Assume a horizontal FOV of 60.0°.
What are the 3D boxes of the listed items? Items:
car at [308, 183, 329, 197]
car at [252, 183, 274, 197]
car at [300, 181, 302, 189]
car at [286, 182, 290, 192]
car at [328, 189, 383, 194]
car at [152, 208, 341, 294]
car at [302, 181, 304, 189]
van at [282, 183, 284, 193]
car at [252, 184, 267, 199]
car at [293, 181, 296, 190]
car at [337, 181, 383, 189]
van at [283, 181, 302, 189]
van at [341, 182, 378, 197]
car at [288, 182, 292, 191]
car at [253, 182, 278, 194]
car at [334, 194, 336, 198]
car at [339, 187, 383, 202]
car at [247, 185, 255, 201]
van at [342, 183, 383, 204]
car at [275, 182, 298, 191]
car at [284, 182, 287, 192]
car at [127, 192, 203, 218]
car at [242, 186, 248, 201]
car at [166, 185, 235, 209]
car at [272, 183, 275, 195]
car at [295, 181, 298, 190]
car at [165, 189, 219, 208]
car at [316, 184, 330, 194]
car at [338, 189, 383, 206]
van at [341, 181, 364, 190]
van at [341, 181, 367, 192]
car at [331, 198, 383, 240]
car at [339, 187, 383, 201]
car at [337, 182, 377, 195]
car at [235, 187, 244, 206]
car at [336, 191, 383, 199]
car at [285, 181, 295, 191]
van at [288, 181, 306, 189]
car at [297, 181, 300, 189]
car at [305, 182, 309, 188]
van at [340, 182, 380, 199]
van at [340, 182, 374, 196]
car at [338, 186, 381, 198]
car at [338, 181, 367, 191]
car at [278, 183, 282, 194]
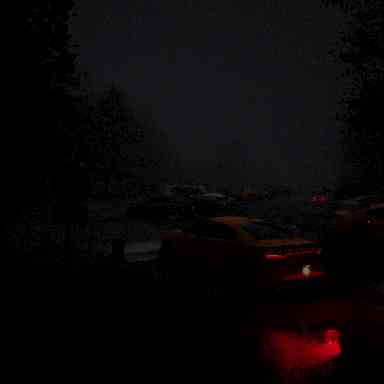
[{"bbox_3d":[18.240,-0.165,47.468,2.128,1.511,4.902,1,2,24],"label":"car"},{"bbox_3d":[7.210,0.028,42.314,5.366,1.575,1.946,1,3,24],"label":"car"},{"bbox_3d":[21.774,-1.346,75.300,4.553,1.767,2.185,1,2,24],"label":"car"},{"bbox_3d":[13.825,-0.530,57.584,4.792,1.488,2.163,1,2,24],"label":"car"},{"bbox_3d":[13.122,0.816,24.452,5.366,1.575,1.946,1,3,24],"label":"car"},{"bbox_3d":[0.933,1.365,8.580,1.882,1.535,5.008,2,-1,-31],"label":"car"},{"bbox_3d":[22.933,-1.314,77.826,5.008,1.535,2.097,1,2,24],"label":"car"},{"bbox_3d":[11.687,-0.594,52.452,4.442,1.987,1.878,1,2,24],"label":"van"},{"bbox_3d":[5.787,0.130,40.048,5.366,1.575,1.946,1,3,24],"label":"car"},{"bbox_3d":[17.265,-0.841,65.163,4.892,1.521,2.231,1,2,24],"label":"car"},{"bbox_3d":[15.583,0.335,29.402,5.566,2.045,2.435,1,3,24],"label":"car"},{"bbox_3d":[25.103,-1.730,82.925,4.442,1.987,1.878,1,2,24],"label":"van"},{"bbox_3d":[23.593,-0.383,47.039,4.442,1.987,1.878,1,2,24],"label":"van"},{"bbox_3d":[14.961,-0.624,60.116,4.792,1.488,2.163,1,2,24],"label":"car"},{"bbox_3d":[9.339,-0.304,47.430,4.553,1.767,2.185,1,2,24],"label":"car"},{"bbox_3d":[10.998,1.087,19.339,4.792,1.488,2.163,1,3,24],"label":"car"},{"bbox_3d":[19.034,0.264,37.103,4.792,1.488,2.163,1,3,24],"label":"car"},{"bbox_3d":[3.466,0.370,34.876,5.366,1.575,1.946,1,3,24],"label":"car"},{"bbox_3d":[17.980,0.122,34.530,4.442,1.987,1.878,1,3,24],"label":"van"},{"bbox_3d":[20.638,-1.251,72.768,4.553,1.767,2.185,1,2,24],"label":"car"},{"bbox_3d":[12.690,-0.435,55.053,4.792,1.488,2.163,1,2,24],"label":"car"},{"bbox_3d":[-2.070,0.997,22.162,4.792,1.488,2.163,1,3,24],"label":"car"},{"bbox_3d":[2.505,0.495,32.268,4.892,1.521,2.231,1,3,24],"label":"car"},{"bbox_3d":[0.253,0.481,27.186,5.566,2.045,2.435,1,3,24],"label":"car"},{"bbox_3d":[8.168,-0.077,44.916,4.892,1.521,2.231,1,3,24],"label":"car"},{"bbox_3d":[18.389,-0.935,67.700,4.892,1.521,2.231,1,2,24],"label":"car"},{"bbox_3d":[-0.903,0.850,24.677,5.008,1.535,2.097,1,3,24],"label":"car"},{"bbox_3d":[22.453,-0.529,56.857,1.882,1.535,5.008,1,2,24],"label":"car"},{"bbox_3d":[16.665,0.496,31.963,4.792,1.488,2.163,1,3,24],"label":"car"},{"bbox_3d":[36.110,-1.423,74.940,4.442,1.987,1.878,1,2,24],"label":"van"},{"bbox_3d":[31.577,-1.046,64.836,4.442,1.987,1.878,1,2,24],"label":"van"},{"bbox_3d":[8.804,1.289,14.391,5.008,1.535,2.097,1,3,24],"label":"car"},{"bbox_3d":[20.114,0.162,39.509,4.792,1.488,2.163,1,2,24],"label":"car"},{"bbox_3d":[25.727,-0.599,52.149,5.566,2.045,2.435,1,2,24],"label":"car"},{"bbox_3d":[1.533,0.613,29.664,5.366,1.575,1.946,1,3,24],"label":"car"},{"bbox_3d":[9.971,1.046,16.896,4.553,1.767,2.185,1,3,24],"label":"car"},{"bbox_3d":[15.954,-0.754,62.710,5.366,1.575,1.946,1,2,24],"label":"car"},{"bbox_3d":[28.503,-1.939,90.507,4.442,1.987,1.878,1,1,24],"label":"van"},{"bbox_3d":[19.361,-1.037,70.304,5.366,1.575,1.946,1,2,24],"label":"car"},{"bbox_3d":[26.371,-1.848,85.397,5.566,2.045,2.435,1,2,24],"label":"car"},{"bbox_3d":[21.115,-0.195,42.065,4.442,1.987,1.878,1,2,24],"label":"van"},{"bbox_3d":[24.513,-0.481,49.660,4.442,1.987,1.878,1,2,24],"label":"van"},{"bbox_3d":[22.358,-0.065,44.567,5.008,1.535,2.097,1,2,24],"label":"car"},{"bbox_3d":[34.844,-1.357,72.472,5.566,2.045,2.435,1,2,24],"label":"car"},{"bbox_3d":[10.472,-0.246,49.965,4.792,1.488,2.163,1,2,24],"label":"car"}]
